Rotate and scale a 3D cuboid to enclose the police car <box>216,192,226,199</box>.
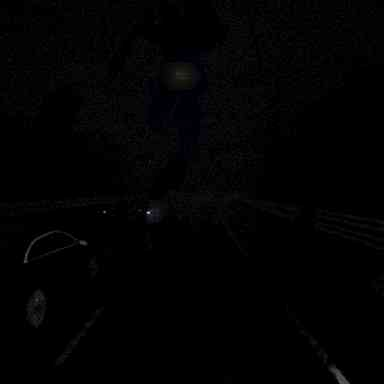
[{"bbox_3d":[7.191,0.910,86.440,1.930,1.638,5.238,0,0,8],"label":"police car"}]

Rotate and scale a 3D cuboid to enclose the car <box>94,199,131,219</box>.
[{"bbox_3d":[-6.266,1.285,26.751,1.882,1.535,5.008,0,0,2],"label":"car"}]

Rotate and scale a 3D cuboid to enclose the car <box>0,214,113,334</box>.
[{"bbox_3d":[-3.328,1.440,6.635,2.128,1.511,4.902,0,0,1],"label":"car"}]

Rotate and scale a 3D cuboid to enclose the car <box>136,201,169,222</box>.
[{"bbox_3d":[-2.848,1.386,24.698,1.994,1.385,4.181,0,0,2],"label":"car"}]
